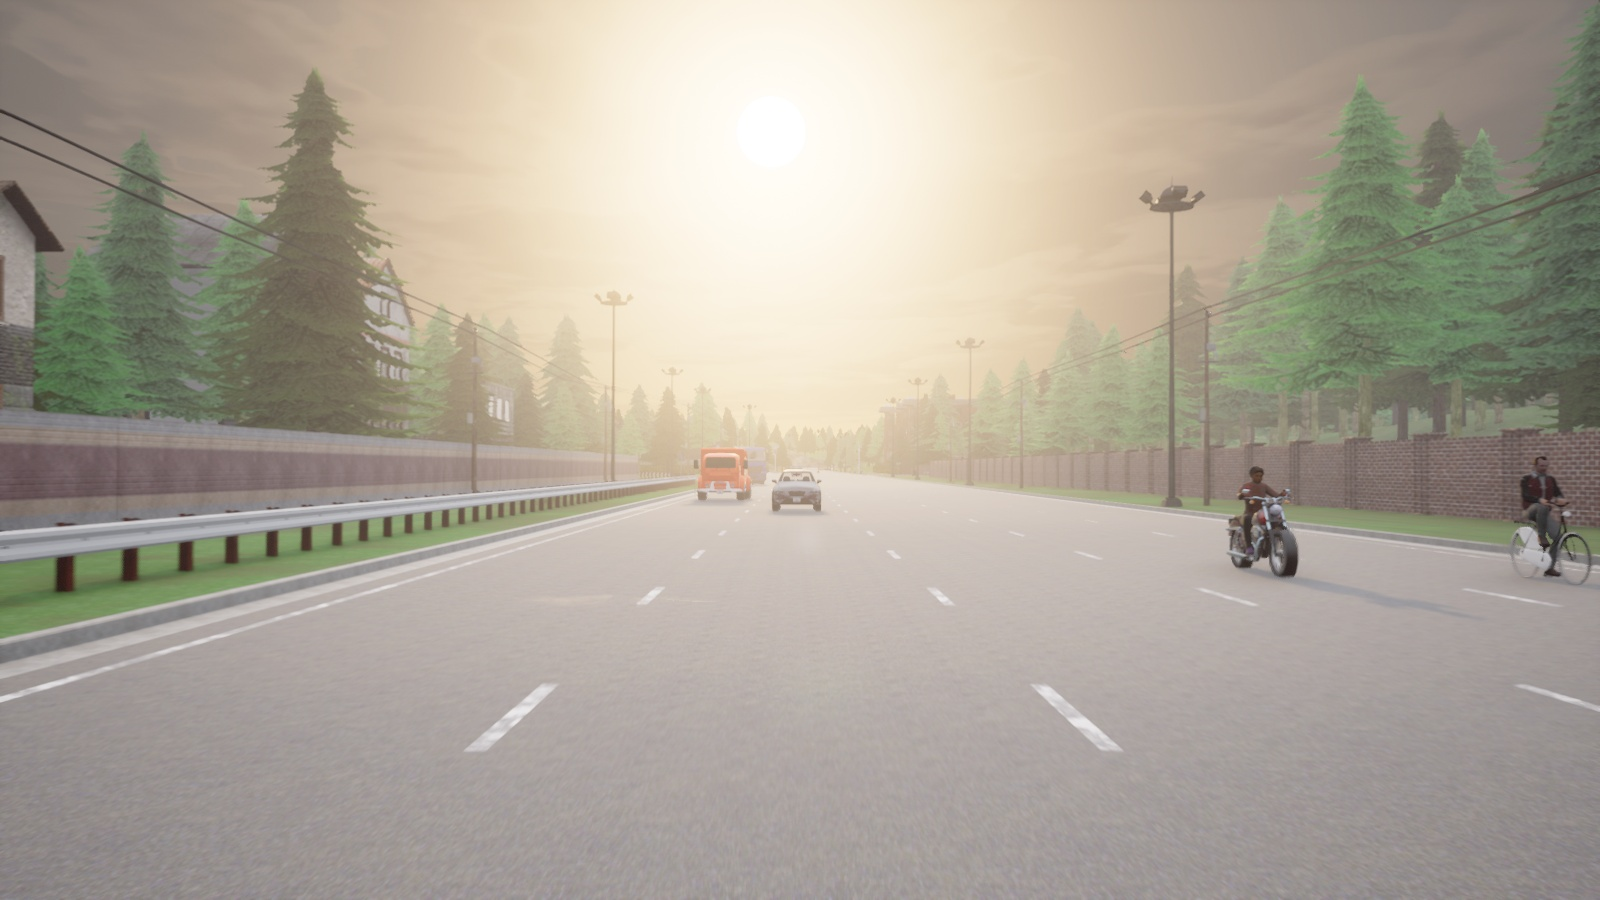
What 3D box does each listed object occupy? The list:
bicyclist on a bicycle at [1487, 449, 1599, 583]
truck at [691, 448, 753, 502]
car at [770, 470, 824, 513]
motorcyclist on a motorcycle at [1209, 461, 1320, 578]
[{"bbox_3d":[10.458,0.888,17.571,0.659,1.776,1.843,0,-1,0],"label":"bicyclist on a bicycle"},{"bbox_3d":[-3.643,1.186,59.740,2.627,2.467,5.204,0,-1,0],"label":"truck"},{"bbox_3d":[-0.105,1.462,45.099,1.816,1.474,4.193,0,-1,0],"label":"car"},{"bbox_3d":[6.954,1.001,18.927,0.766,1.649,2.350,0,-1,-1],"label":"motorcyclist on a motorcycle"}]
